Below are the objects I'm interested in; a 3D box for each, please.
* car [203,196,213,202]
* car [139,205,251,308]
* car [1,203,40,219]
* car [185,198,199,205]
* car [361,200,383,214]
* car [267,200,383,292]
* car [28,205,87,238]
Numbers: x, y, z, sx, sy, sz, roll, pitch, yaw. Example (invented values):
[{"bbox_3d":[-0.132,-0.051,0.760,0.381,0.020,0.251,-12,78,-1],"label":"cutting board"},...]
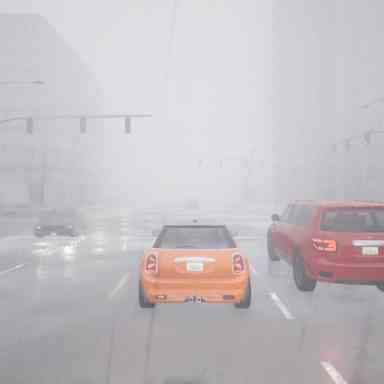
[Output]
[{"bbox_3d":[3.617,1.524,74.412,1.812,1.442,4.674,0,0,0],"label":"car"},{"bbox_3d":[0.070,1.352,8.060,2.097,1.767,4.553,0,0,1],"label":"car"},{"bbox_3d":[-13.510,1.601,28.427,4.718,1.301,1.895,0,0,1],"label":"car"},{"bbox_3d":[-0.038,1.526,46.893,1.812,1.442,4.674,0,0,3],"label":"car"},{"bbox_3d":[20.510,1.564,35.231,4.181,1.385,1.994,0,0,1],"label":"car"},{"bbox_3d":[3.548,1.221,9.082,2.150,2.045,5.566,0,0,2],"label":"car"},{"bbox_3d":[-6.871,1.547,17.981,2.033,1.411,5.357,0,0,-11],"label":"car"}]
